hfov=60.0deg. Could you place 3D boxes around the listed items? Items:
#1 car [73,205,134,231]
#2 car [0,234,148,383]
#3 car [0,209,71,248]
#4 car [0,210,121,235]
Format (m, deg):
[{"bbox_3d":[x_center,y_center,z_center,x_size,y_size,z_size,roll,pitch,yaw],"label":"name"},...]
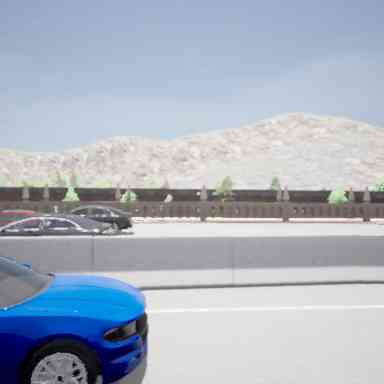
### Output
[{"bbox_3d":[-5.641,1.506,17.954,4.892,1.490,1.837,0,0,-7],"label":"car"},{"bbox_3d":[-3.055,1.462,4.024,5.008,1.535,1.882,0,0,-8],"label":"car"},{"bbox_3d":[-7.762,1.499,14.091,4.674,1.442,1.812,0,0,-9],"label":"car"},{"bbox_3d":[-5.030,1.479,10.989,4.902,1.511,2.128,0,0,-7],"label":"car"}]
